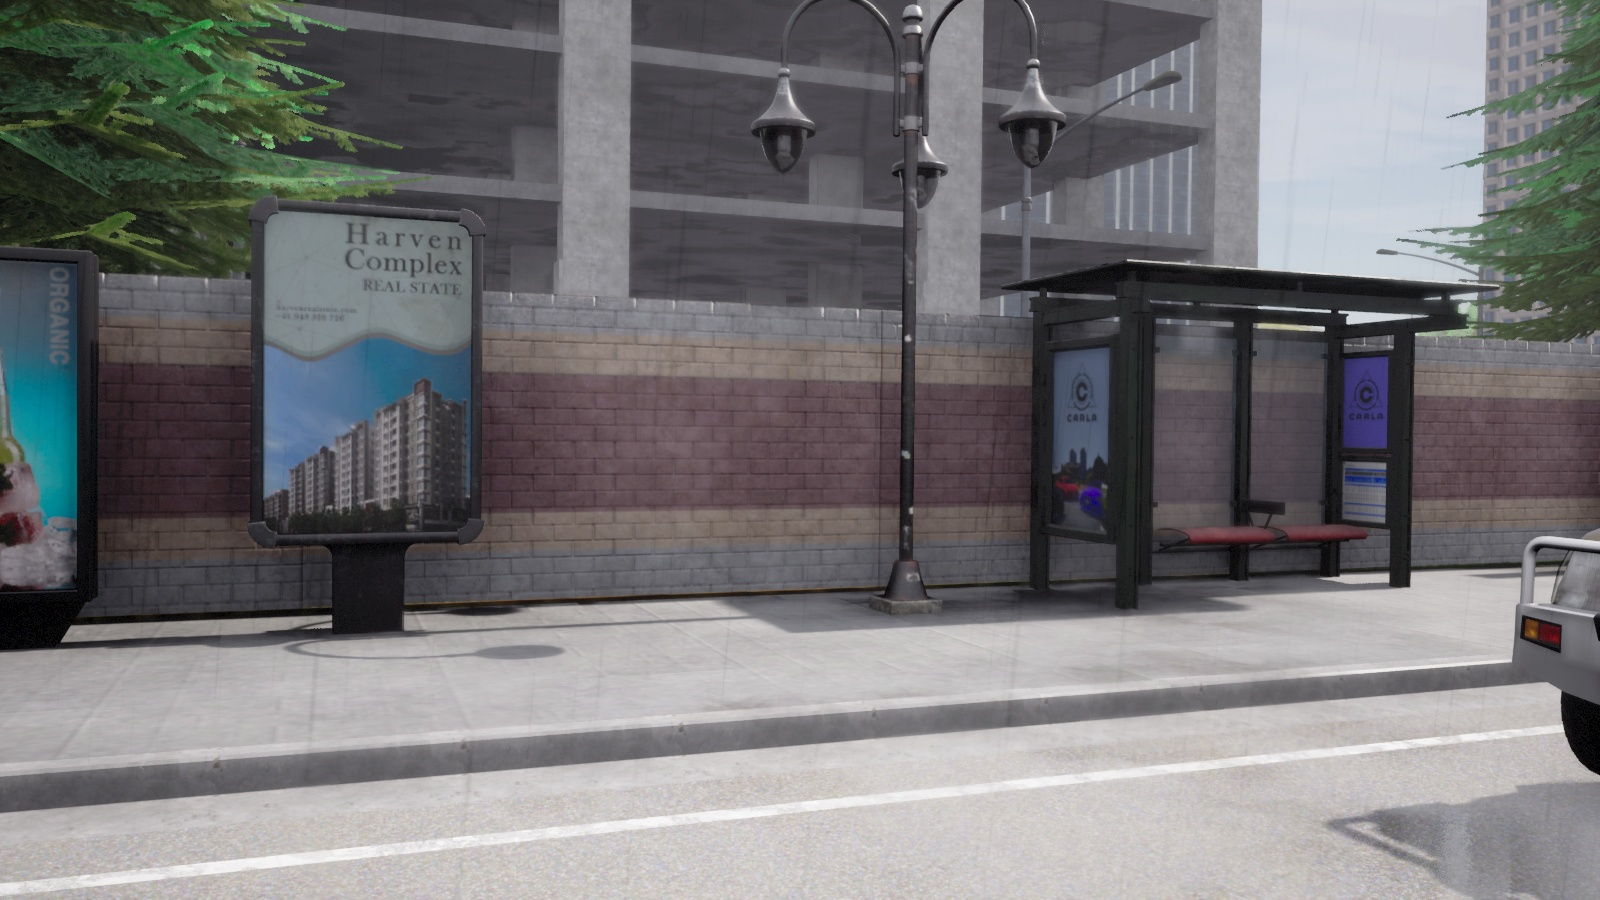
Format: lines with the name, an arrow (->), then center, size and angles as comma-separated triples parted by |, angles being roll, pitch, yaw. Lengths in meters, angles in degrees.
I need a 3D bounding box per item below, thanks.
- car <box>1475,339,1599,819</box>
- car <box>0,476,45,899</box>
car -> 5.380, 0.471, 5.284 | 4.605, 1.855, 1.932 | -1, 1, -21
car -> -3.928, 0.838, 1.747 | 4.674, 1.442, 1.812 | -1, 1, -21
